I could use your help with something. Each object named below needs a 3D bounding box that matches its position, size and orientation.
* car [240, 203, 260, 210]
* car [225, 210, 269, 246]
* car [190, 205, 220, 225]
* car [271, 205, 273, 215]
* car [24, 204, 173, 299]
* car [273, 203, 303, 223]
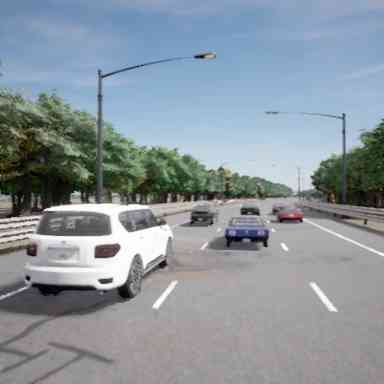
[{"bbox_3d":[5.909,1.880,33.869,1.882,1.535,5.008,0,-1,11],"label":"car"},{"bbox_3d":[2.686,1.792,16.292,1.895,1.301,4.718,0,-1,10],"label":"car"},{"bbox_3d":[1.067,1.823,27.186,1.837,1.490,4.892,0,-1,10],"label":"car"},{"bbox_3d":[10.798,2.019,40.978,1.812,1.442,4.674,0,0,13],"label":"car"},{"bbox_3d":[-2.045,1.326,8.981,2.150,2.045,5.566,0,-1,9],"label":"car"},{"bbox_3d":[8.543,1.913,29.323,1.994,1.385,4.181,0,-1,11],"label":"car"}]
